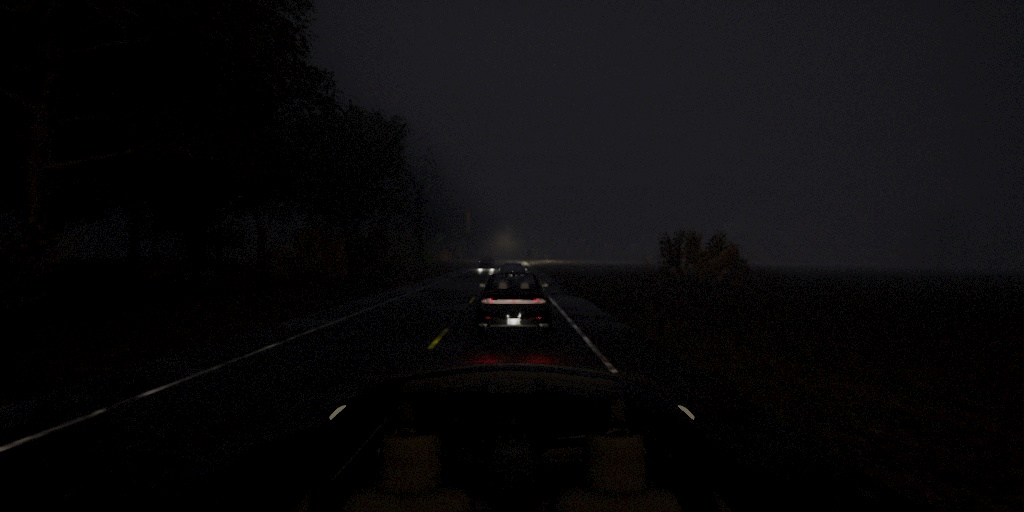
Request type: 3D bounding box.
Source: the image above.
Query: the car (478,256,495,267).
[{"bbox_3d":[-3.572,0.837,50.833,2.097,1.767,4.553,0,0,0],"label":"car"}]

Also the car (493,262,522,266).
[{"bbox_3d":[0.050,1.178,24.711,2.033,1.411,5.357,0,0,0],"label":"car"}]

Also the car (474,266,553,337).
[{"bbox_3d":[0.053,1.198,10.182,2.128,1.511,4.902,0,0,0],"label":"car"}]
